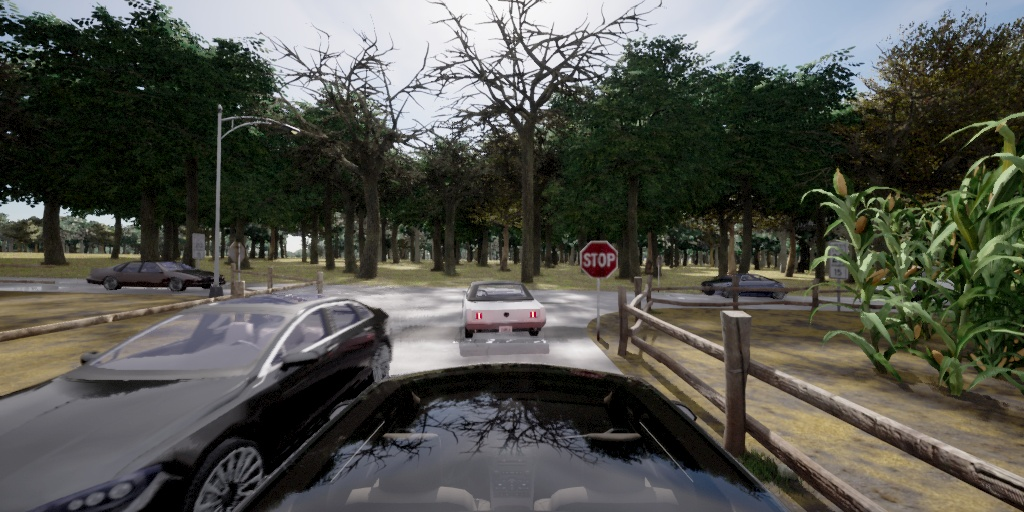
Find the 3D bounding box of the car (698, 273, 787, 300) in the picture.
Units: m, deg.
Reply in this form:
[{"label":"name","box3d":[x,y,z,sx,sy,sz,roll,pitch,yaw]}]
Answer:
[{"label":"car","box3d":[12.818,1.650,20.060,4.181,1.385,1.994,1,0,0]}]

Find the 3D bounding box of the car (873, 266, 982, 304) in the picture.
[{"label":"car","box3d":[23.392,1.560,20.004,5.566,2.045,2.150,2,0,1]}]

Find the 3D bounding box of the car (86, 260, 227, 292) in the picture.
[{"label":"car","box3d":[-16.975,0.924,17.248,5.357,1.411,2.033,1,0,0]}]

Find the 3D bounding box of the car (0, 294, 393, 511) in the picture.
[{"label":"car","box3d":[-2.820,1.243,3.924,2.128,1.511,4.902,0,0,0]}]

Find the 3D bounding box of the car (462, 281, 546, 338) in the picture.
[{"label":"car","box3d":[-0.458,1.351,10.221,1.895,1.301,4.718,0,0,-8]}]
